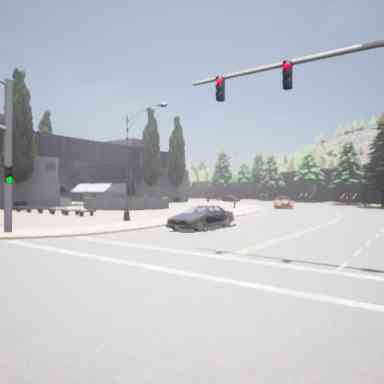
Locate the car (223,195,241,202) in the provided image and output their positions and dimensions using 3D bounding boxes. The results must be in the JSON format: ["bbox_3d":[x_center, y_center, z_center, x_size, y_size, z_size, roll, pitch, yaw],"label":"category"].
[{"bbox_3d":[7.974,1.383,66.954,1.837,1.490,4.892,1,0,-26],"label":"car"}]

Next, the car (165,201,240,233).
[{"bbox_3d":[0.687,1.510,19.929,2.033,1.411,5.357,0,0,35],"label":"car"}]

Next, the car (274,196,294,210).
[{"bbox_3d":[11.741,1.291,42.636,2.097,1.767,4.553,0,0,10],"label":"car"}]
